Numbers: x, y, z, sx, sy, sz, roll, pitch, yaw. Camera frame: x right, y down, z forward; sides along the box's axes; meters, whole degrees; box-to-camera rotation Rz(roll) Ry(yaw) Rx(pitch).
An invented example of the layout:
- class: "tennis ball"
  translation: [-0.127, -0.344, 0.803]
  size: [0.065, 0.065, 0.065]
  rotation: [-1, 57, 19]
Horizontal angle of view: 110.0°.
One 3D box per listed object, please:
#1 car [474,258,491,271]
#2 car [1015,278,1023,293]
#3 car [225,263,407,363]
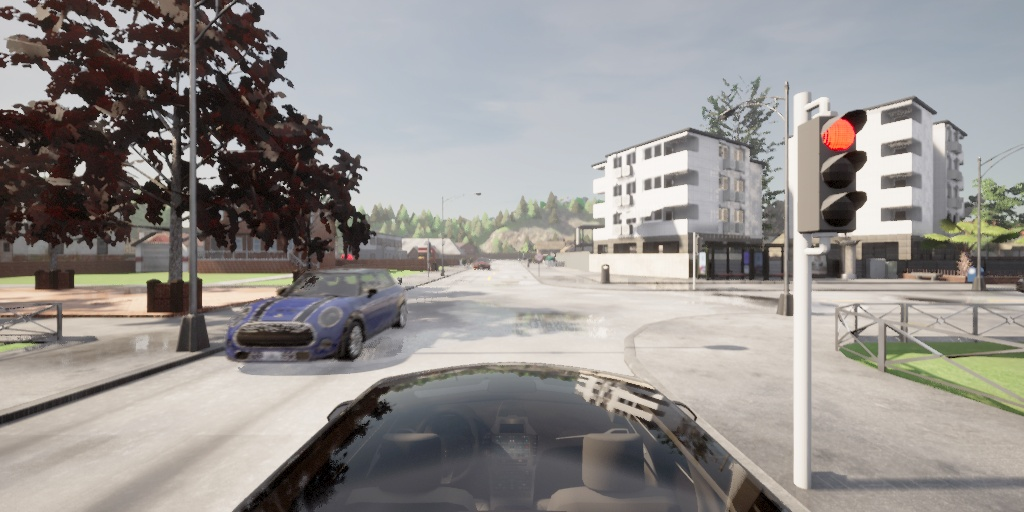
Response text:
- class: "car"
  translation: [-3.981, 1.014, 48.564]
  size: [2.097, 1.767, 4.553]
  rotation: [0, 0, 0]
- class: "car"
  translation: [28.385, 1.301, 18.000]
  size: [4.181, 1.385, 1.994]
  rotation: [0, 0, 0]
- class: "car"
  translation: [-3.997, 1.073, 8.212]
  size: [2.097, 1.767, 4.553]
  rotation: [0, 0, 0]
